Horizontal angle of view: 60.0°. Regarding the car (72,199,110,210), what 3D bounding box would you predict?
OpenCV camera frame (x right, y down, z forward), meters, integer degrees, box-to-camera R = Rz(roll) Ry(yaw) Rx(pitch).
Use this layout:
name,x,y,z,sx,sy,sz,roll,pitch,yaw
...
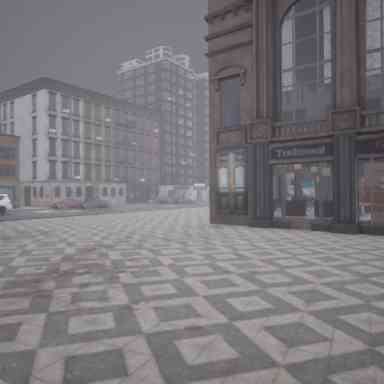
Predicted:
name,x,y,z,sx,sy,sz,roll,pitch,yaw
car,-12.284,1.532,41.505,1.994,1.385,4.181,-1,0,35

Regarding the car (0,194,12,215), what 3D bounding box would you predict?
name,x,y,z,sx,sy,sz,roll,pitch,yaw
car,-19.829,1.217,30.940,2.150,2.045,5.566,-1,0,37

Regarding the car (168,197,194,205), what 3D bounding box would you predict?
name,x,y,z,sx,sy,sz,roll,pitch,yaw
car,-1.472,1.494,56.462,1.994,1.385,4.181,-1,0,36

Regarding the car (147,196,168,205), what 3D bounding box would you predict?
name,x,y,z,sx,sy,sz,roll,pitch,yaw
car,-5.478,1.453,56.495,2.128,1.511,4.902,-1,0,36

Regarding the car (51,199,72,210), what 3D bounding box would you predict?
name,x,y,z,sx,sy,sz,roll,pitch,yaw
car,-15.706,1.562,42.296,1.994,1.385,4.181,-1,0,36
